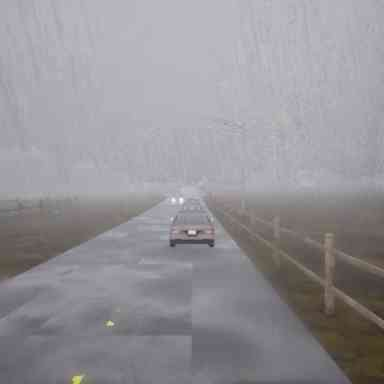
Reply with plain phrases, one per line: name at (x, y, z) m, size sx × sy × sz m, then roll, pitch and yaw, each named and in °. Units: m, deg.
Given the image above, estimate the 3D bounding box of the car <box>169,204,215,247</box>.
car at (0.000, 1.501, 14.647) m, size 2.033 × 1.411 × 5.357 m, roll 0°, pitch 0°, yaw 0°

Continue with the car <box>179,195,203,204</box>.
car at (0.000, 1.330, 29.641) m, size 2.033 × 1.411 × 5.357 m, roll 0°, pitch 1°, yaw 0°

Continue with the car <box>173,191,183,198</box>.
car at (-2.750, 0.429, 65.590) m, size 1.895 × 1.301 × 4.718 m, roll 0°, pitch 2°, yaw 0°
